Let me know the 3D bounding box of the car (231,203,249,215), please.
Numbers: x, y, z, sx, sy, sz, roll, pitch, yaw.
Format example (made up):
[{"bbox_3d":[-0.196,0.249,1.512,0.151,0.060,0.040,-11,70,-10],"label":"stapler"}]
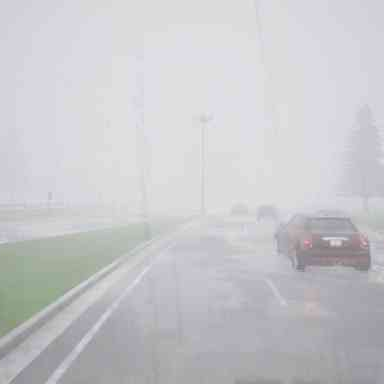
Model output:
[{"bbox_3d":[6.028,2.082,41.607,1.994,1.385,4.181,0,-1,14],"label":"car"}]

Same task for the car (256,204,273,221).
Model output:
[{"bbox_3d":[7.097,1.894,31.244,1.837,1.490,4.892,0,-1,12],"label":"car"}]

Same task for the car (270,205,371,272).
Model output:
[{"bbox_3d":[4.225,1.497,11.491,2.097,1.767,4.553,0,-1,5],"label":"car"}]

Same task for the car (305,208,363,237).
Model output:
[{"bbox_3d":[8.875,1.815,21.331,2.033,1.411,5.357,0,-1,8],"label":"car"}]
